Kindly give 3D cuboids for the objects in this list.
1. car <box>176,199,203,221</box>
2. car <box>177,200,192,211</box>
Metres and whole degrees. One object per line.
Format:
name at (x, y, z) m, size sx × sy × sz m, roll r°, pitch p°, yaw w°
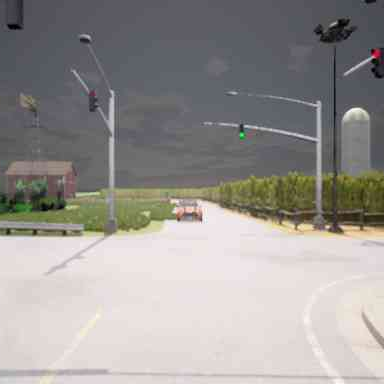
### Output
car at (-0.241, 1.477, 28.153) m, size 2.097 × 1.767 × 4.553 m, roll 0°, pitch 0°, yaw -3°
car at (-0.986, 1.776, 44.070) m, size 1.895 × 1.301 × 4.718 m, roll 0°, pitch 0°, yaw -2°
